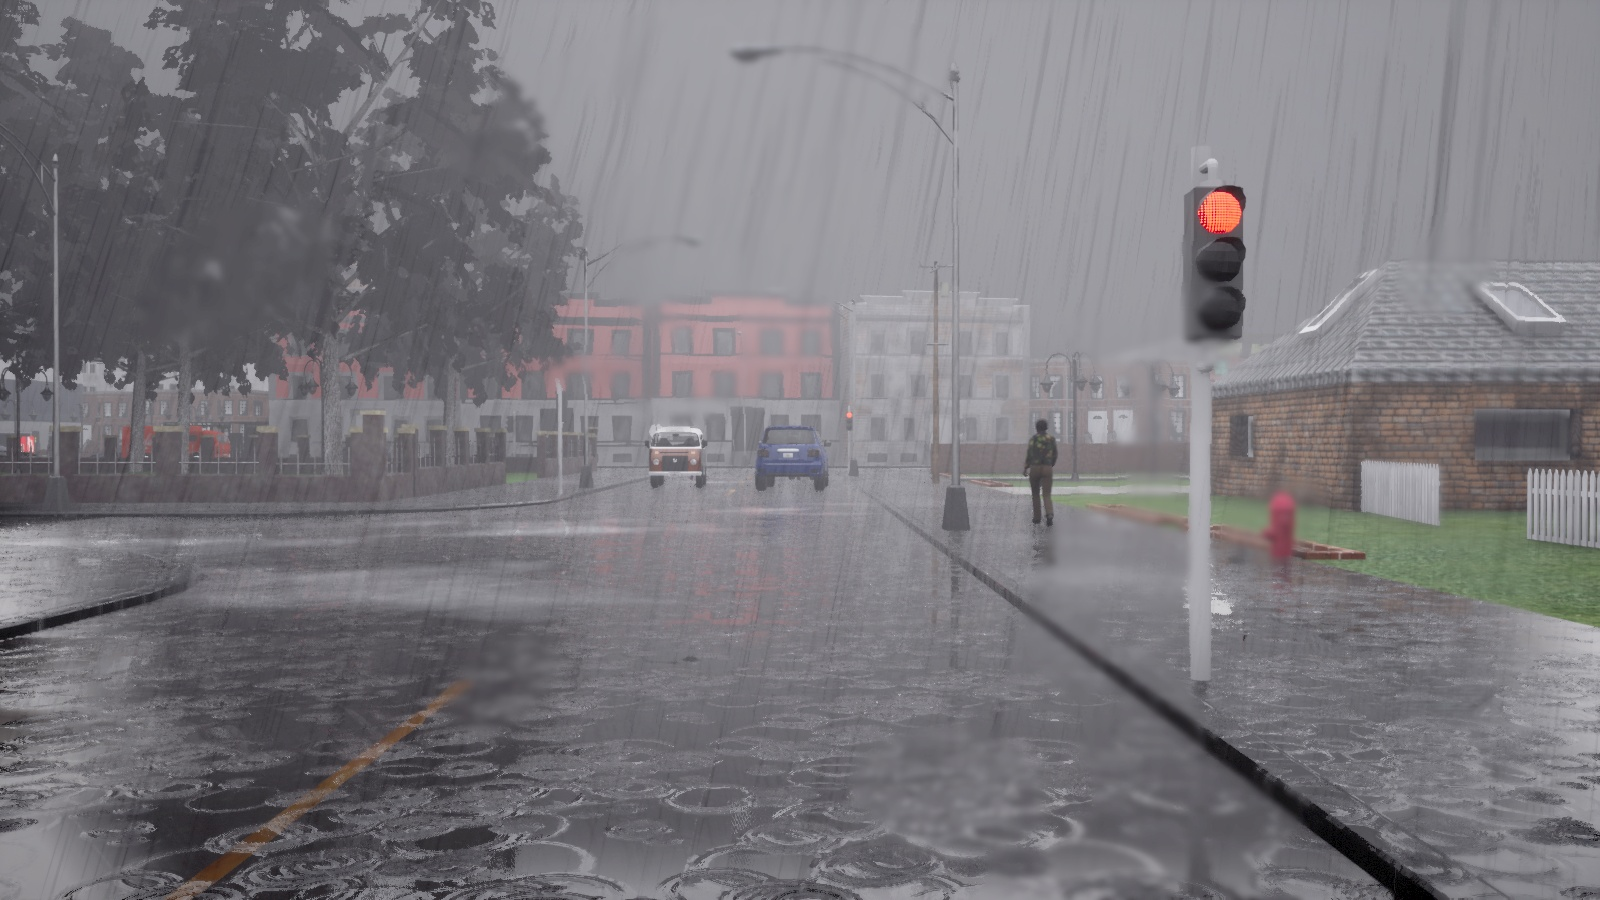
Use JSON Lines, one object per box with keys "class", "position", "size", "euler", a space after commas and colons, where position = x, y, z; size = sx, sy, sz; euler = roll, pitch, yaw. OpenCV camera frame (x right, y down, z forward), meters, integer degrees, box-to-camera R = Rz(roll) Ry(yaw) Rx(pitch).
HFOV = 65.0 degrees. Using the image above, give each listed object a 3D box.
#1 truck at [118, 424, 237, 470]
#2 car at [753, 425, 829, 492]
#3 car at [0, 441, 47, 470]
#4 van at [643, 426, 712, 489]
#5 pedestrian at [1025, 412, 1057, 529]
{"class": "truck", "position": [-34.003, -0.154, 68.771], "size": [5.204, 2.467, 2.627], "euler": [0, 0, 0]}
{"class": "car", "position": [-0.219, 0.234, 40.900], "size": [2.150, 2.045, 5.566], "euler": [0, 0, 3]}
{"class": "car", "position": [-44.296, 0.277, 68.743], "size": [4.902, 1.511, 2.128], "euler": [0, 0, 0]}
{"class": "van", "position": [-4.137, 0.224, 42.958], "size": [2.069, 2.038, 4.480], "euler": [0, 0, -2]}
{"class": "pedestrian", "position": [4.073, 0.340, 21.230], "size": [0.395, 1.930, 0.692], "euler": [0, 0, -1]}
